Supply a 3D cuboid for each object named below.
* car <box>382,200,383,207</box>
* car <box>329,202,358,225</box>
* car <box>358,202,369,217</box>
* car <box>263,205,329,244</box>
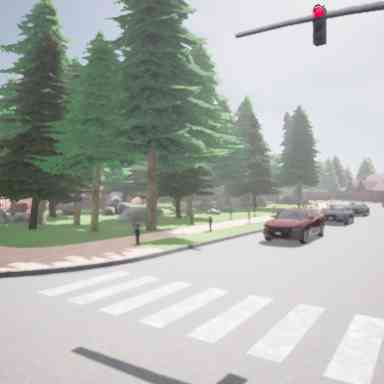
[{"bbox_3d":[30.182,1.643,50.653,2.128,1.511,4.902,0,0,23],"label":"car"},{"bbox_3d":[10.747,1.647,24.787,1.994,1.385,4.181,0,0,34],"label":"car"},{"bbox_3d":[16.369,1.671,33.127,1.994,1.385,4.181,0,0,34],"label":"car"},{"bbox_3d":[5.151,1.537,16.545,1.882,1.535,5.008,0,0,34],"label":"car"}]
